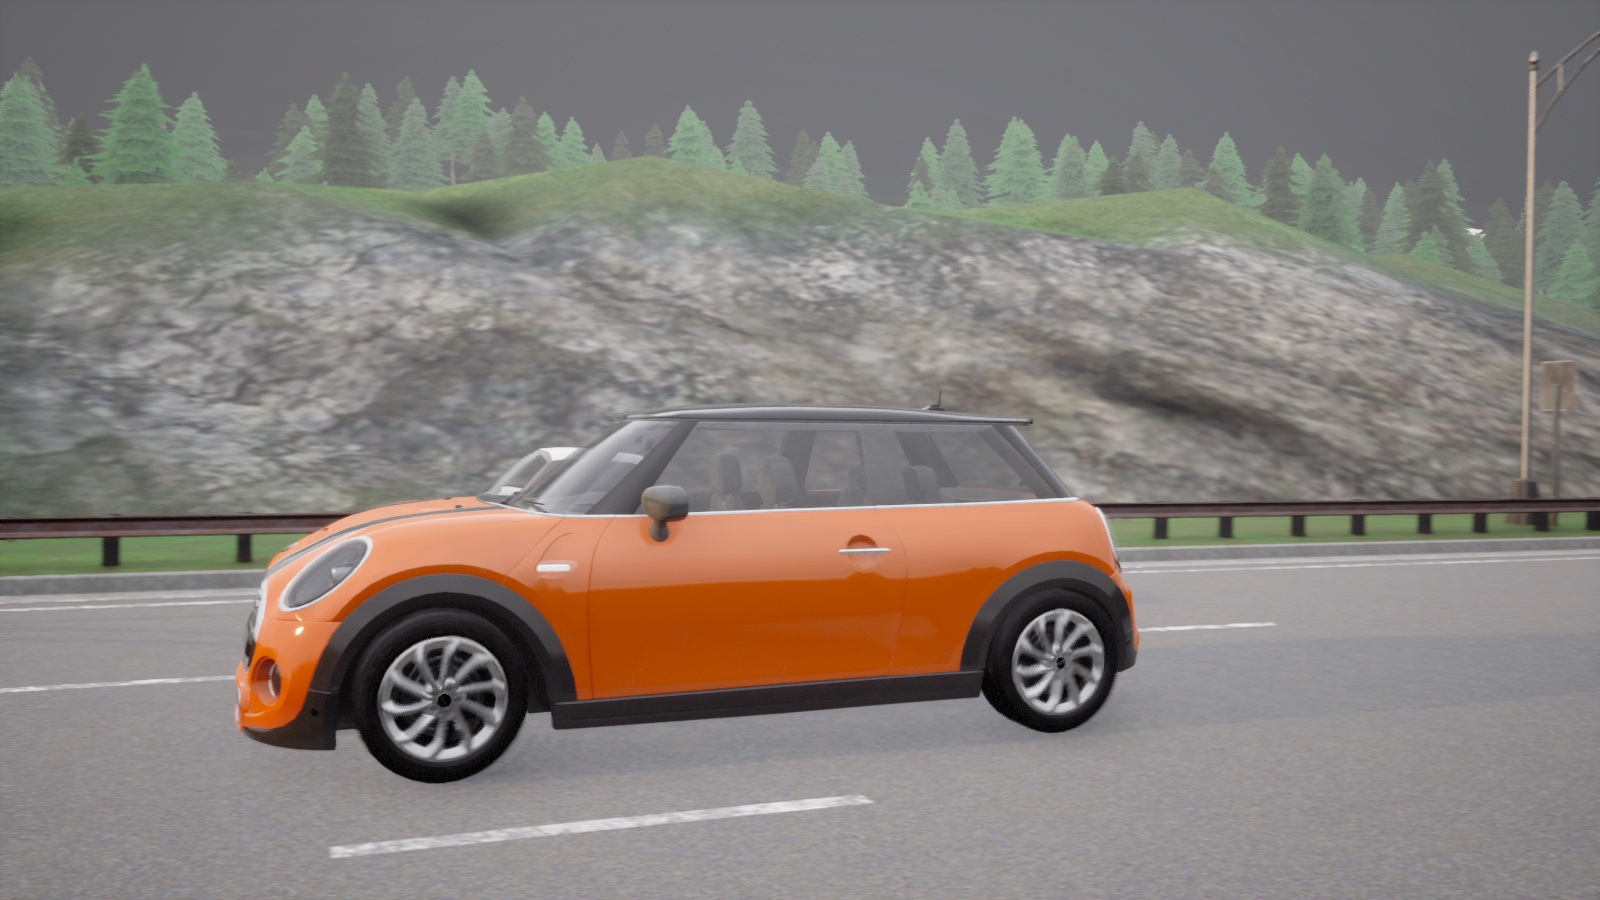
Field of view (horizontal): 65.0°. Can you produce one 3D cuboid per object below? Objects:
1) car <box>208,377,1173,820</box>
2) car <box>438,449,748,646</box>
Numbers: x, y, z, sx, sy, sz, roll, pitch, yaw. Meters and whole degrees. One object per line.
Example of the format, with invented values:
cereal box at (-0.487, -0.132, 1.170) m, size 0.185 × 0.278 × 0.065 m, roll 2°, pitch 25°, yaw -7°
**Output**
car at (-0.556, 0.545, 6.757) m, size 4.553 × 1.767 × 2.097 m, roll -1°, pitch 1°, yaw -20°
car at (-1.698, 0.697, 10.067) m, size 2.207 × 1.376 × 1.481 m, roll -1°, pitch 1°, yaw -20°
